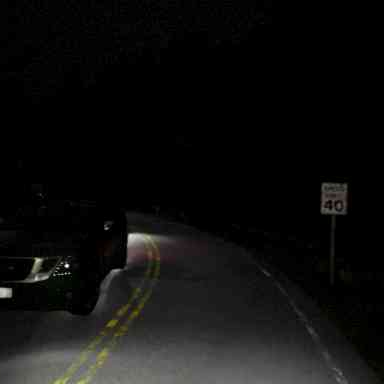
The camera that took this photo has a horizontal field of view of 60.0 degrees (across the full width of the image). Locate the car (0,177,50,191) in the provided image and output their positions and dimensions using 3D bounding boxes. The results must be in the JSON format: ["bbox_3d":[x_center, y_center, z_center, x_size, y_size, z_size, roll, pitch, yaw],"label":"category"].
[{"bbox_3d":[-11.876,-0.023,24.718,5.008,1.535,1.882,7,1,30],"label":"car"}]

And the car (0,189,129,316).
[{"bbox_3d":[-2.860,1.094,7.671,2.150,2.045,5.566,2,1,-1],"label":"car"}]

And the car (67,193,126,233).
[{"bbox_3d":[-5.119,0.977,17.299,1.812,1.442,4.674,3,3,-30],"label":"car"}]
